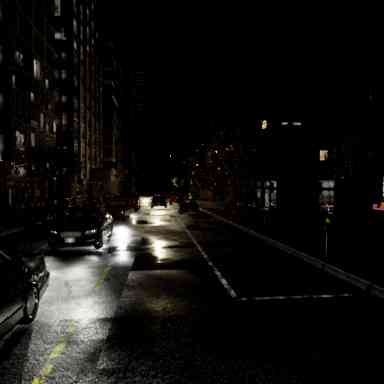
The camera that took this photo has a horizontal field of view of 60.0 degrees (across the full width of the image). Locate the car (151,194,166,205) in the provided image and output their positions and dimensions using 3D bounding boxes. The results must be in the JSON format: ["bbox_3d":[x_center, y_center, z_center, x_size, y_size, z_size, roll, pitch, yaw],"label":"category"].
[{"bbox_3d":[-5.174,1.105,51.125,2.033,1.411,5.357,0,1,-6],"label":"car"}]

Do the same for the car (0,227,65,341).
[{"bbox_3d":[-3.436,1.525,4.214,2.033,1.411,5.357,0,1,-6],"label":"car"}]

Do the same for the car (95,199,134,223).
[{"bbox_3d":[-5.516,1.405,23.936,1.895,1.301,4.718,0,1,-6],"label":"car"}]

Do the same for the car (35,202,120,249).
[{"bbox_3d":[-4.465,1.384,13.903,2.128,1.511,4.902,0,0,-6],"label":"car"}]

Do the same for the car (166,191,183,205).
[{"bbox_3d":[-2.234,0.897,47.811,2.192,1.841,5.009,-1,1,-6],"label":"car"}]

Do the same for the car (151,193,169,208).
[{"bbox_3d":[-4.040,1.178,40.456,1.812,1.442,4.674,0,1,-6],"label":"car"}]

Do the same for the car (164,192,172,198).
[{"bbox_3d":[-6.293,0.805,86.340,1.947,1.339,4.313,-1,1,-6],"label":"car"}]

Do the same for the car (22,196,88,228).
[{"bbox_3d":[-7.692,1.170,18.688,2.192,1.841,5.009,-1,1,-6],"label":"car"}]

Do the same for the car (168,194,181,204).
[{"bbox_3d":[-2.829,1.057,53.486,1.752,1.417,4.829,-1,1,-6],"label":"car"}]

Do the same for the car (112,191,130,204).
[{"bbox_3d":[-11.149,0.871,52.446,2.192,1.841,5.009,-1,1,-6],"label":"car"}]

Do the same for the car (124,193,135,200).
[{"bbox_3d":[-12.887,0.954,68.961,1.887,1.381,4.507,-1,1,-6],"label":"car"}]

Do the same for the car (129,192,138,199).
[{"bbox_3d":[-14.031,0.838,79.800,1.752,1.417,4.829,-1,1,-6],"label":"car"}]

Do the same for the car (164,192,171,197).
[{"bbox_3d":[-6.873,0.773,91.844,1.802,1.307,4.206,-1,1,-6],"label":"car"}]

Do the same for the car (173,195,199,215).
[{"bbox_3d":[-0.400,1.286,30.572,2.008,1.369,4.403,-1,1,-6],"label":"car"}]

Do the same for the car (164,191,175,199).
[{"bbox_3d":[-5.136,0.652,75.331,2.192,1.841,5.009,-1,1,-6],"label":"car"}]

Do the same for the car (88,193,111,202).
[{"bbox_3d":[-8.761,1.198,29.707,1.967,1.590,4.097,-1,1,-6],"label":"car"}]

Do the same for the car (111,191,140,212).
[{"bbox_3d":[-6.569,0.933,34.351,2.150,2.045,5.566,0,1,-5],"label":"car"}]
